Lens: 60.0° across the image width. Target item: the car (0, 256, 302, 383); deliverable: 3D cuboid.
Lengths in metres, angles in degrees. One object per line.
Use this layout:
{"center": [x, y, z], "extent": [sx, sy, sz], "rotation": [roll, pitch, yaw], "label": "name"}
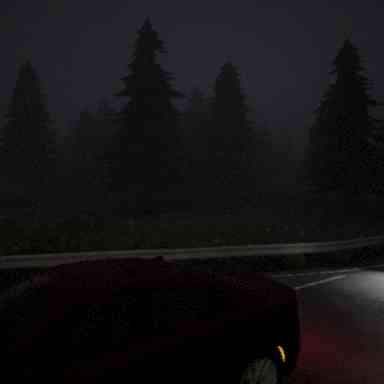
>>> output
{"center": [-1.050, 1.477, 3.218], "extent": [5.008, 1.535, 1.882], "rotation": [0, 0, -35], "label": "car"}
